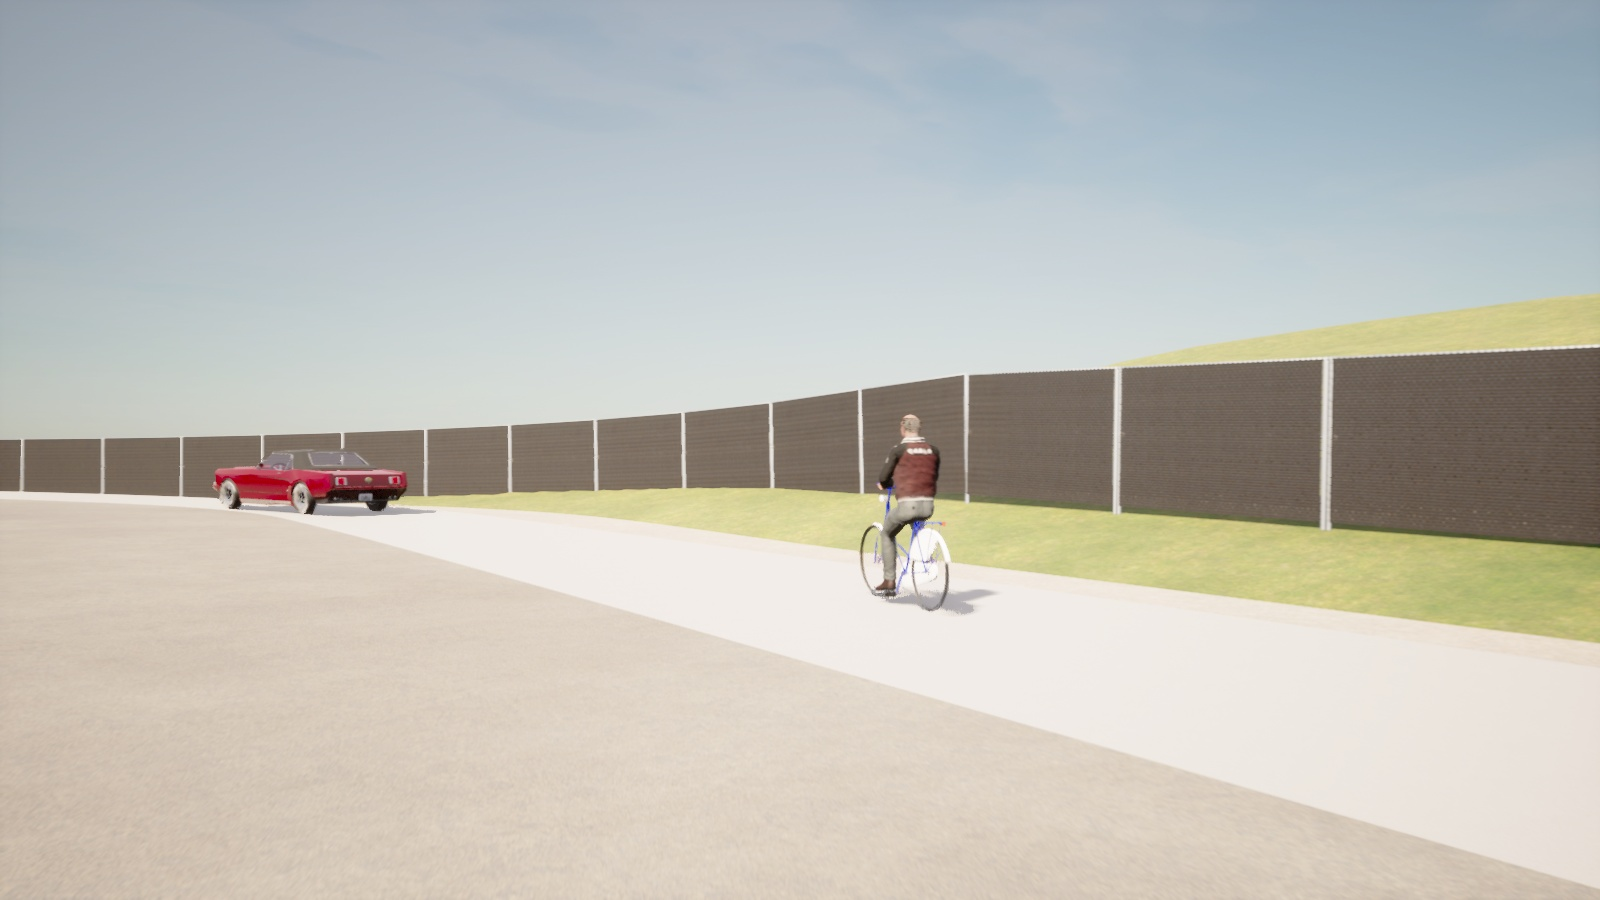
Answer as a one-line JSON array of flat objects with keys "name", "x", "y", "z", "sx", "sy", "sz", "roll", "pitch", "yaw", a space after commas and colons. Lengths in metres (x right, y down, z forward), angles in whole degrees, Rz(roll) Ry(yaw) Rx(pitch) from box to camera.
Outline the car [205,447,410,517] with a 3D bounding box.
[{"name": "car", "x": -10.451, "y": 0.622, "z": 26.493, "sx": 4.718, "sy": 1.301, "sz": 1.895, "roll": 1, "pitch": 0, "yaw": 38}]

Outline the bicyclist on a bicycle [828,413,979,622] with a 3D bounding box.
[{"name": "bicyclist on a bicycle", "x": 0.914, "y": 0.562, "z": 11.672, "sx": 0.659, "sy": 1.776, "sz": 1.843, "roll": 0, "pitch": 1, "yaw": -21}]
